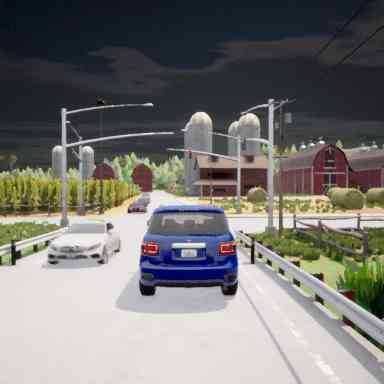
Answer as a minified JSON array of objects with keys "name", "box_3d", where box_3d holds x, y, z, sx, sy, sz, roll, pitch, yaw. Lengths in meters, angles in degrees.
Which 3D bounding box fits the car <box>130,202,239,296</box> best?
[{"name":"car","box_3d":[-0.109,1.369,9.145,2.150,2.045,5.566,0,-2,-1]}]

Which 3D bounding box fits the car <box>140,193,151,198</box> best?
[{"name":"car","box_3d":[-7.604,1.377,53.328,1.812,1.442,4.674,0,1,-7]}]

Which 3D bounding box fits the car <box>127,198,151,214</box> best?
[{"name":"car","box_3d":[-5.924,1.674,36.680,1.994,1.385,4.181,0,1,-2]}]

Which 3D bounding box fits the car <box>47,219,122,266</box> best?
[{"name":"car","box_3d":[-3.877,1.804,12.742,1.812,1.442,4.674,0,-2,-2]}]

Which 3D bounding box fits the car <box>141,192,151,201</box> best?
[{"name":"car","box_3d":[-9.495,0.963,68.734,2.097,1.767,4.553,0,1,-7]}]
